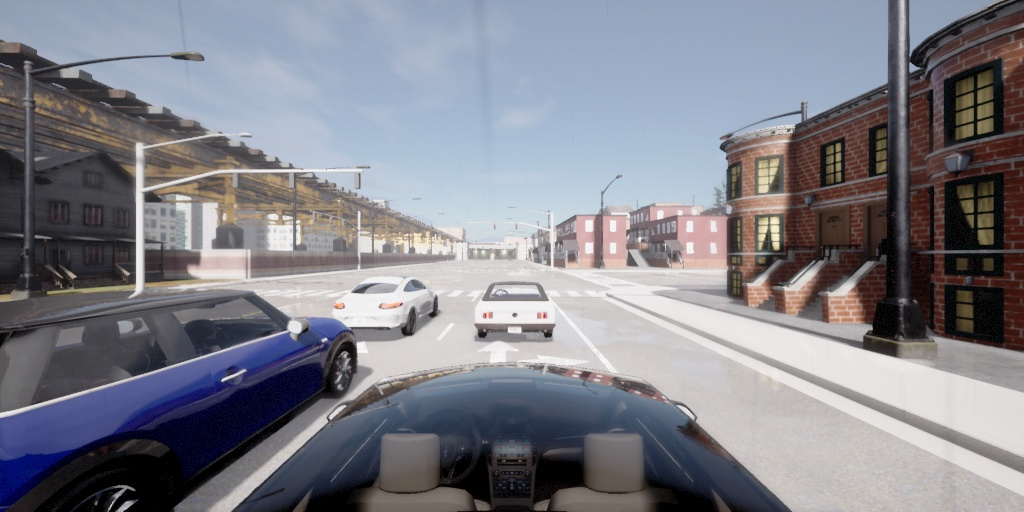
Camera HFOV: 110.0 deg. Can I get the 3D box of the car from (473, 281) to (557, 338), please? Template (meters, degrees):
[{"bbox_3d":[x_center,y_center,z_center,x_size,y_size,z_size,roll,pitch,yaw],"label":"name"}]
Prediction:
[{"bbox_3d":[0.105,1.350,10.184,1.895,1.301,4.718,0,0,1],"label":"car"}]

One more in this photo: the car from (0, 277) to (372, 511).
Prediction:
[{"bbox_3d":[-3.399,1.102,3.648,2.097,1.767,4.553,0,0,0],"label":"car"}]

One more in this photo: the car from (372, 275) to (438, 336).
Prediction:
[{"bbox_3d":[-3.398,1.275,10.292,1.812,1.442,4.674,0,0,0],"label":"car"}]
